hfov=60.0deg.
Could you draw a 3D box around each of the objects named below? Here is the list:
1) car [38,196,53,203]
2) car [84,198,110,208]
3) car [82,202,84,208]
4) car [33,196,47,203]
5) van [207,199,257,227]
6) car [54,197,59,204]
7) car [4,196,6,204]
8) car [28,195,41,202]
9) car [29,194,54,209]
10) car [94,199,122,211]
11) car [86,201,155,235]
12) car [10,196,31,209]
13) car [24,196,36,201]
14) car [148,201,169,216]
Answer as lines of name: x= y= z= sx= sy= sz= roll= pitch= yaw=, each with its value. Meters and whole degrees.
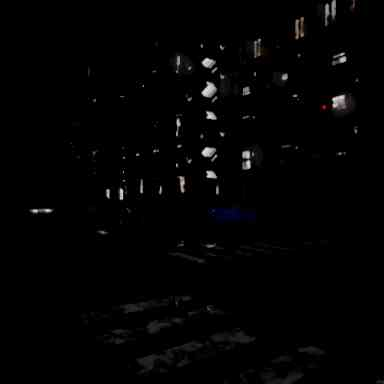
car: x=-30.479 y=1.587 z=69.187 sx=2.008 sy=1.369 sz=4.403 roll=0 pitch=0 yaw=-36
car: x=-6.619 y=1.391 z=26.521 sx=2.097 sy=1.767 sz=4.553 roll=0 pitch=0 yaw=-36
car: x=-13.877 y=1.581 z=46.252 sx=1.887 sy=1.381 sz=4.507 roll=0 pitch=0 yaw=-36
car: x=-33.799 y=1.581 z=73.774 sx=1.887 sy=1.381 sz=4.507 roll=0 pitch=0 yaw=-36
van: x=2.722 y=1.401 z=23.323 sx=1.690 sy=1.788 sz=3.998 roll=0 pitch=0 yaw=-36
car: x=-27.159 y=1.587 z=64.600 sx=2.008 sy=1.369 sz=4.403 roll=0 pitch=0 yaw=-36
car: x=-37.280 y=1.348 z=64.290 sx=2.192 sy=1.841 sz=5.009 roll=0 pitch=0 yaw=-36
car: x=-37.118 y=1.479 z=78.359 sx=1.967 sy=1.590 sz=4.097 roll=0 pitch=0 yaw=-36
car: x=-21.923 y=1.249 z=47.664 sx=2.150 sy=2.045 sz=5.566 roll=0 pitch=0 yaw=-36
car: x=-10.558 y=1.582 z=41.666 sx=1.887 sy=1.381 sz=4.507 roll=0 pitch=0 yaw=-36
car: x=-4.078 y=1.497 z=18.424 sx=1.967 sy=1.590 sz=4.097 roll=0 pitch=0 yaw=-36
car: x=-23.998 y=1.615 z=45.942 sx=1.802 sy=1.307 sz=4.206 roll=0 pitch=0 yaw=-36
car: x=-40.440 y=1.624 z=82.946 sx=1.802 sy=1.307 sz=4.206 roll=0 pitch=0 yaw=-36
car: x=-4.018 y=1.569 z=32.633 sx=1.752 sy=1.417 sz=4.829 roll=0 pitch=0 yaw=-36
